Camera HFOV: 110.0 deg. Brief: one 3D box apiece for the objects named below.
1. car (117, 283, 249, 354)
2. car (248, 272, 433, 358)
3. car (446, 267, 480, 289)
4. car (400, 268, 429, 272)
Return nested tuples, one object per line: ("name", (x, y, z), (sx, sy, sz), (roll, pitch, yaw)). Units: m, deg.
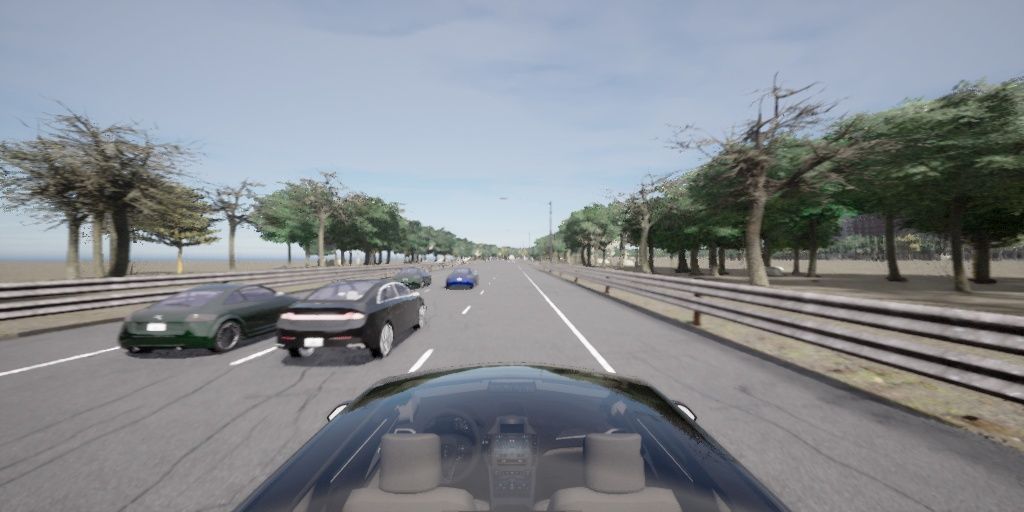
("car", (-6.906, 1.368, 8.973), (1.994, 1.385, 4.181), (0, 0, 0))
("car", (-3.405, 1.293, 8.584), (2.128, 1.511, 4.902), (0, 0, 0))
("car", (-3.419, 1.494, 25.343), (1.994, 1.385, 4.181), (0, 0, 0))
("car", (-6.919, 1.493, 25.299), (1.994, 1.385, 4.181), (0, 0, 0))
